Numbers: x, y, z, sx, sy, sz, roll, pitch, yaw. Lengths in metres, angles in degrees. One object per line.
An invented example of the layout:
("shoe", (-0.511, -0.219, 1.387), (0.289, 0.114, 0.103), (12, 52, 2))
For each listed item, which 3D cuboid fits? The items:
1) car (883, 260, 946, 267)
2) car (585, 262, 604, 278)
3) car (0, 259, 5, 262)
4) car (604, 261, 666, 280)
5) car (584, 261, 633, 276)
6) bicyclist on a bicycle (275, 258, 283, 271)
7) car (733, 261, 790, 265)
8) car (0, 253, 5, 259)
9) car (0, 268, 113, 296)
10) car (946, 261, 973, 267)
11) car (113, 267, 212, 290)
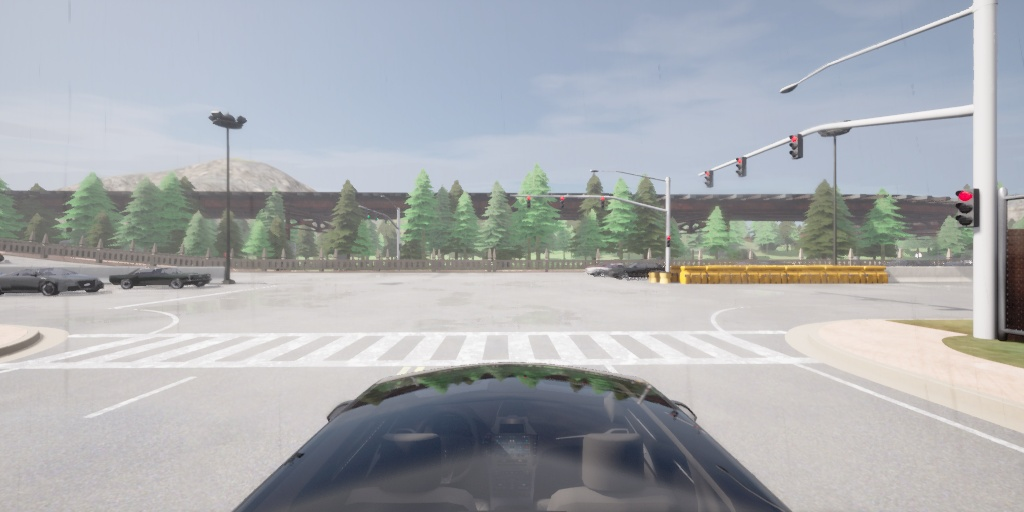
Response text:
("car", (33.837, 1.102, 31.040), (4.553, 1.767, 2.097), (0, 0, -2))
("car", (9.469, 1.351, 33.786), (4.718, 1.301, 1.895), (0, 0, -2))
("car", (-34.097, 1.076, 21.732), (5.008, 1.535, 1.882), (2, 0, -2))
("car", (10.774, 1.227, 30.326), (5.008, 1.535, 1.882), (0, 0, -2))
("car", (9.975, 1.275, 37.303), (4.674, 1.442, 1.812), (0, 0, -2))
("bicyclist on a bicycle", (-28.458, 1.041, 43.894), (0.582, 1.620, 1.656), (0, 0, -2))
("car", (24.394, 1.228, 34.251), (5.008, 1.535, 1.882), (0, 0, -2))
("car", (-53.090, -0.220, 35.325), (4.181, 1.385, 1.994), (7, 0, -1))
("car", (-24.024, 1.305, 18.537), (4.181, 1.385, 1.994), (0, 0, -2))
("car", (43.695, 1.256, 34.825), (4.892, 1.490, 1.837), (0, 0, -1))
("car", (-21.484, 1.345, 22.115), (4.718, 1.301, 1.895), (0, 0, -2))
